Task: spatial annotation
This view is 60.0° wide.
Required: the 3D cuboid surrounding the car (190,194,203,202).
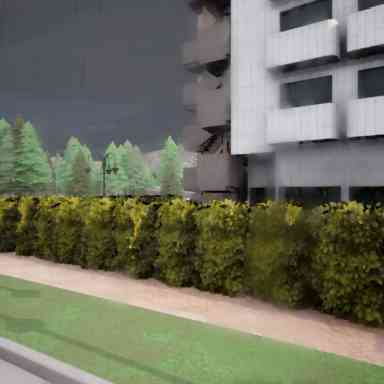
[{"bbox_3d":[1.851,1.221,39.471,2.150,2.045,5.566,0,0,35],"label":"car"}]
